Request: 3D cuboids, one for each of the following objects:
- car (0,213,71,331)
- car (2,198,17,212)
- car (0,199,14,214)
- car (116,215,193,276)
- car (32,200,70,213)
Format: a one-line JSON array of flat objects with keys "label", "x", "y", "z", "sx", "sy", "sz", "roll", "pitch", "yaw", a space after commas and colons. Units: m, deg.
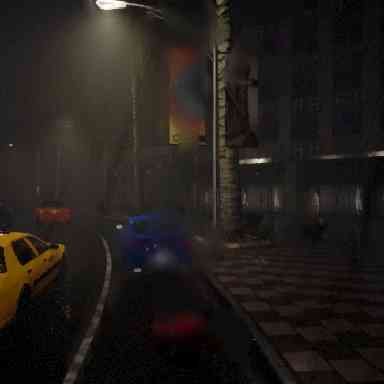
[{"label": "car", "x": -3.837, "y": 1.451, "z": 6.630, "sx": 1.801, "sy": 1.575, "sz": 5.366, "roll": 0, "pitch": 0, "yaw": -9}, {"label": "car", "x": -20.883, "y": 1.483, "z": 36.551, "sx": 4.892, "sy": 1.490, "sz": 1.837, "roll": 0, "pitch": 0, "yaw": 42}, {"label": "car", "x": -12.907, "y": 1.465, "z": 21.688, "sx": 1.882, "sy": 1.535, "sz": 5.008, "roll": 0, "pitch": 0, "yaw": -30}, {"label": "car", "x": -1.332, "y": 1.475, "z": 10.583, "sx": 1.882, "sy": 1.535, "sz": 5.008, "roll": 0, "pitch": 0, "yaw": -14}, {"label": "car", "x": -10.028, "y": 1.340, "z": 23.582, "sx": 2.097, "sy": 1.767, "sz": 4.553, "roll": 0, "pitch": 0, "yaw": -30}]
